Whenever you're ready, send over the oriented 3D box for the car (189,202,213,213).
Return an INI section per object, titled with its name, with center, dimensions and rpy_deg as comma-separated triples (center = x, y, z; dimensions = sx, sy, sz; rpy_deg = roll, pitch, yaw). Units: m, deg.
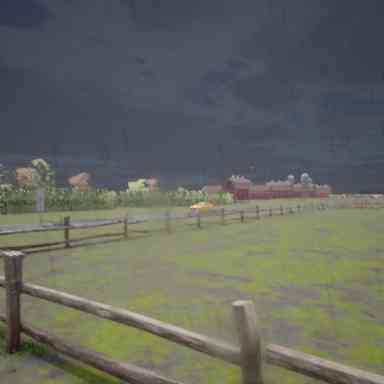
[car]
center = 1.486, 2.401, 51.990
dimensions = 1.882, 1.535, 5.008
rpy_deg = -1, -1, 34
